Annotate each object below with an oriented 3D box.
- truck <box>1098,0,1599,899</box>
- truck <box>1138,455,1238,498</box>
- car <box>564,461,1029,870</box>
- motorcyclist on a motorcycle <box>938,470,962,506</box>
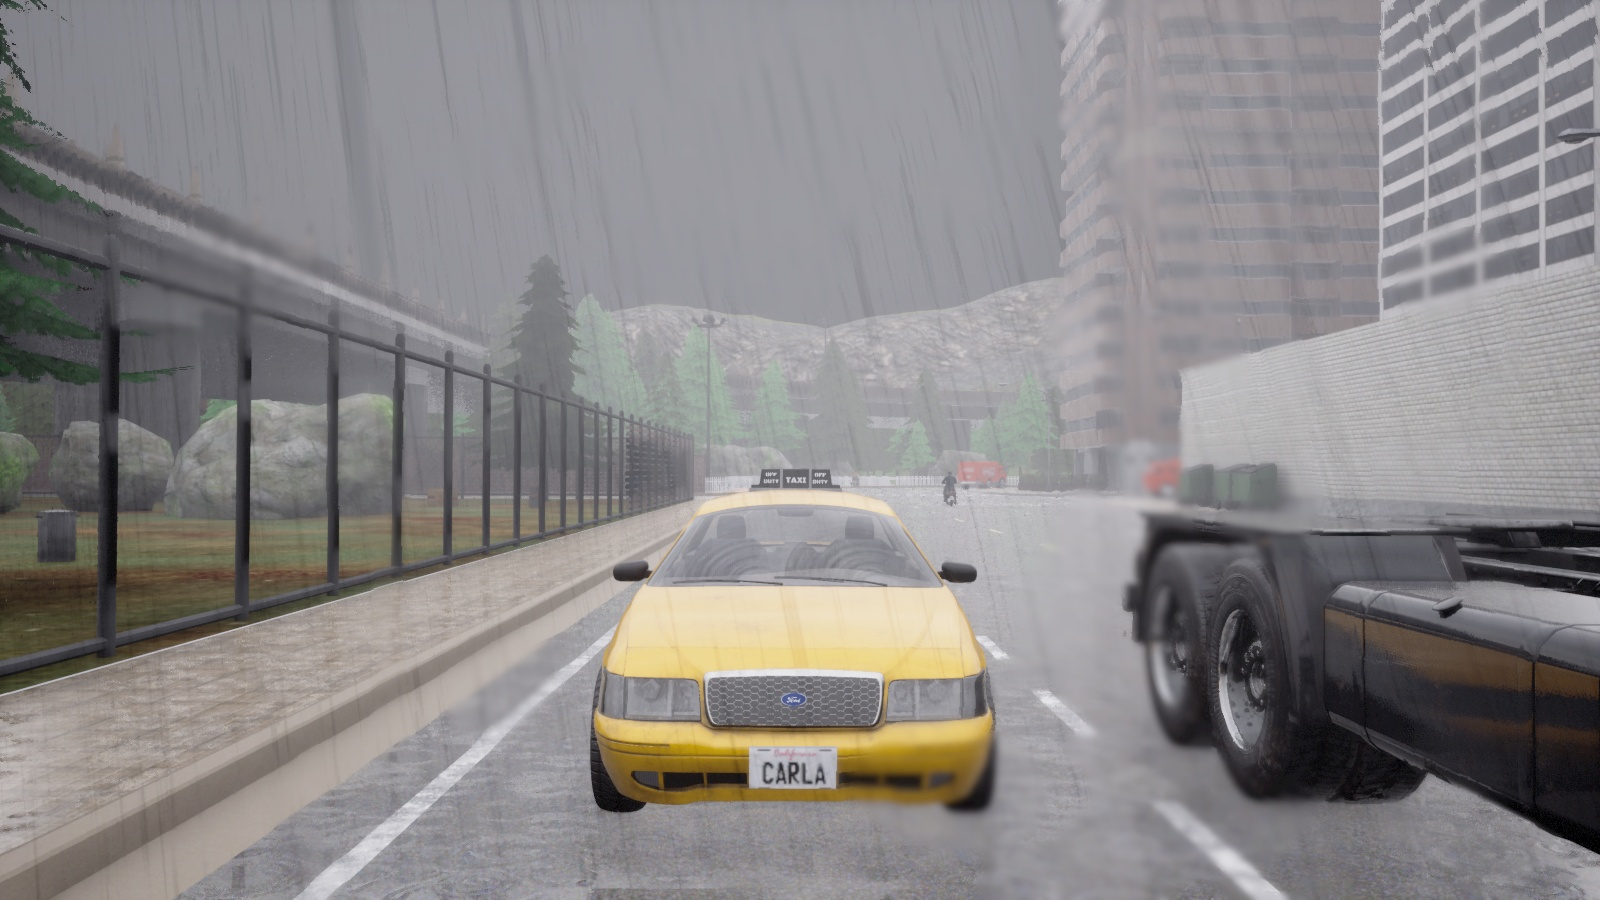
[{"bbox_3d":[3.483,-0.105,4.529,2.891,3.462,7.936,0,-1,0],"label":"truck"},{"bbox_3d":[23.282,1.569,75.577,5.204,2.467,2.627,1,-1,0],"label":"truck"},{"bbox_3d":[-0.022,0.880,7.560,1.801,1.575,5.366,0,-1,0],"label":"car"},{"bbox_3d":[6.835,1.700,57.294,0.866,1.590,1.817,0,0,0],"label":"motorcyclist on a motorcycle"}]
